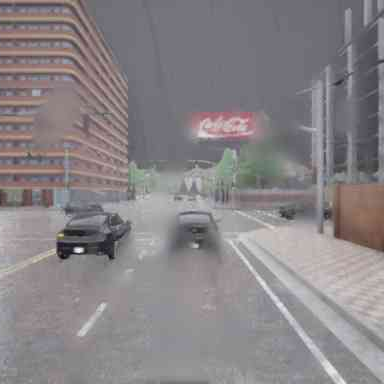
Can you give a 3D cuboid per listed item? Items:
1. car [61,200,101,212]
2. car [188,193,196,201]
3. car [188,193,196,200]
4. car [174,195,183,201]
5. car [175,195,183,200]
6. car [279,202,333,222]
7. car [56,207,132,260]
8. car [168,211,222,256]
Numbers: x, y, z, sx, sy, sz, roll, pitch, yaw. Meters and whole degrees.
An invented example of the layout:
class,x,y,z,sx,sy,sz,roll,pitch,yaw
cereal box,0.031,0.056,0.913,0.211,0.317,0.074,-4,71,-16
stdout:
class,x,y,z,sx,sy,sz,roll,pitch,yaw
car,-10.023,1.514,30.082,4.892,1.490,1.837,0,-2,40
car,-0.031,1.616,82.011,1.895,1.301,4.718,0,0,0
car,-0.034,1.199,91.673,2.150,2.045,5.566,0,0,0
car,-3.531,1.521,82.564,1.837,1.490,4.892,0,0,0
car,-3.537,1.569,91.671,1.895,1.301,4.718,0,0,-6
car,9.195,1.513,25.632,4.892,1.490,1.837,0,-2,-2
car,-3.465,1.508,12.481,1.837,1.490,4.892,0,0,-1
car,0.117,1.509,13.188,1.837,1.490,4.892,0,0,1
